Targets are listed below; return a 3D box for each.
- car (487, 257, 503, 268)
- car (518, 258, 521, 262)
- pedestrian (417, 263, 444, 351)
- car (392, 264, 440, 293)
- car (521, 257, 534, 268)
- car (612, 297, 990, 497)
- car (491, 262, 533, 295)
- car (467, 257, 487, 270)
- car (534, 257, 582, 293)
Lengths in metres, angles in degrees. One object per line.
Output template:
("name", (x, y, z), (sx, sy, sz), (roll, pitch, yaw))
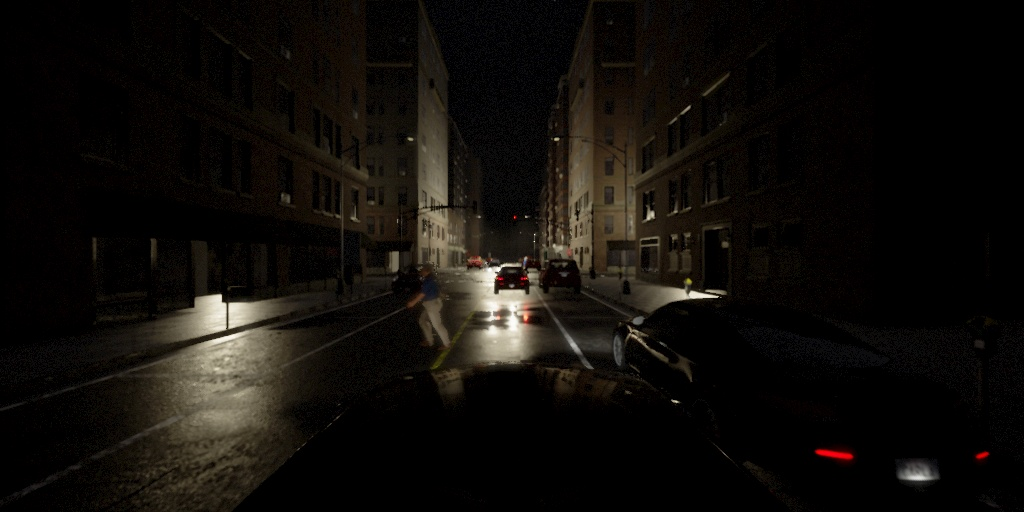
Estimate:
("car", (-2.809, 1.326, 58.229), (1.895, 1.301, 4.718), (0, 0, 0))
("car", (2.699, 1.037, 63.991), (2.192, 1.841, 5.009), (0, 0, 0))
("pedestrian", (-1.721, 1.042, 7.571), (0.375, 1.860, 0.375), (0, 0, 0))
("car", (-5.384, 1.182, 20.424), (1.967, 1.591, 4.097), (0, 0, 0))
("car", (2.709, 1.045, 47.479), (2.192, 1.841, 5.009), (0, 0, 0))
("car", (2.750, 1.276, 4.734), (1.812, 1.442, 4.674), (0, 0, 0))
("car", (0.011, 1.269, 19.774), (1.812, 1.442, 4.674), (0, 0, 0))
("car", (-5.409, 1.043, 52.984), (2.192, 1.841, 5.009), (0, 0, 0))
("car", (2.641, 1.057, 20.423), (2.192, 1.841, 5.009), (0, 0, 0))
